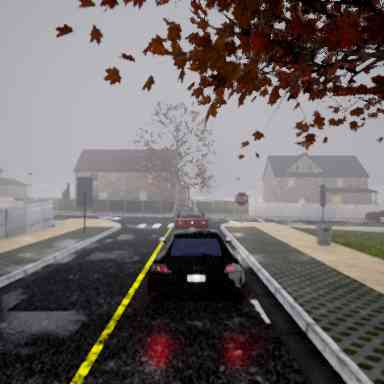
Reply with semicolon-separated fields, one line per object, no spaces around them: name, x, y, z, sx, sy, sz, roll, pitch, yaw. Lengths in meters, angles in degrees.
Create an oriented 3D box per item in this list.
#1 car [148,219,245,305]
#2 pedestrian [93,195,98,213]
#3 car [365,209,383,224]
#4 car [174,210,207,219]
car;0.092;1.608;8.266;1.994;1.385;4.181;0;0;0
pedestrian;-9.730;1.194;33.354;0.375;1.860;0.375;0;-2;0
car;18.621;2.127;30.636;5.008;1.535;1.882;1;-1;-1
car;-0.163;1.708;20.249;1.895;1.301;4.718;0;0;-4
